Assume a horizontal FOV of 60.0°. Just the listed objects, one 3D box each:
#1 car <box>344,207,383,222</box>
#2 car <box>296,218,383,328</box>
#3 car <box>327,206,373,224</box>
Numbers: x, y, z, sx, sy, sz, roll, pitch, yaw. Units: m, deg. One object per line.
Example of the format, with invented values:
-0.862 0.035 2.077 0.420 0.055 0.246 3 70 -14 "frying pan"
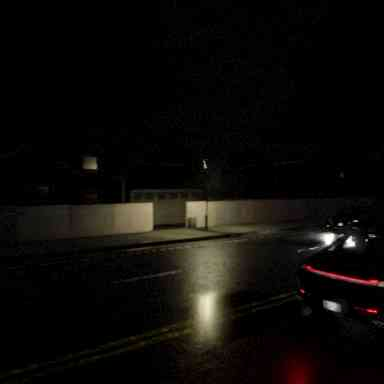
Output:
8.441 1.489 13.699 4.181 1.385 1.994 0 0 -35 "car"
4.038 1.456 6.321 4.902 1.511 2.128 0 0 -36 "car"
9.256 1.472 18.271 4.181 1.385 1.994 0 0 -35 "car"
